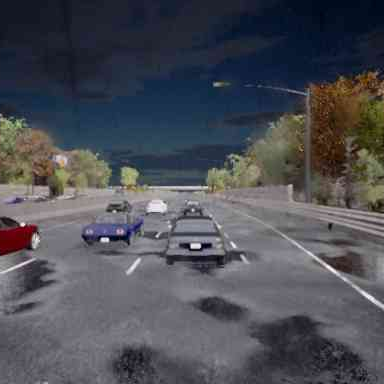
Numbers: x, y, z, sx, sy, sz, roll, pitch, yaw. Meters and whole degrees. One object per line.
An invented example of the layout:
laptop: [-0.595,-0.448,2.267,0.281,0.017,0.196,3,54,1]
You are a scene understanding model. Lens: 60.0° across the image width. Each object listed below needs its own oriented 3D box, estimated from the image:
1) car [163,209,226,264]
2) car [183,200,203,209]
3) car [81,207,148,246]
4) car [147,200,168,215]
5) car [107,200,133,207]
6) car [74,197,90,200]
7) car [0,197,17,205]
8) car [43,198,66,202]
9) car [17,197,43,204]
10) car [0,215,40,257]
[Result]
car: [0.097,1.540,11.717,2.033,1.411,5.357,0,0,0]
car: [0.091,1.516,33.098,1.812,1.442,4.674,0,0,0]
car: [-3.403,1.591,15.251,1.895,1.301,4.718,0,0,0]
car: [-3.409,1.516,33.012,1.812,1.442,4.674,0,0,0]
car: [-6.908,1.494,32.044,1.837,1.490,4.892,0,0,0]
car: [-17.568,1.490,53.149,2.128,1.511,4.902,0,0,0]
car: [-28.056,1.523,52.075,1.812,1.442,4.674,0,0,1]
car: [-21.064,1.599,52.453,1.895,1.301,4.718,0,0,1]
car: [-24.554,1.545,51.983,2.033,1.411,5.357,0,0,1]
car: [-6.903,1.469,11.079,1.882,1.535,5.008,0,0,0]
